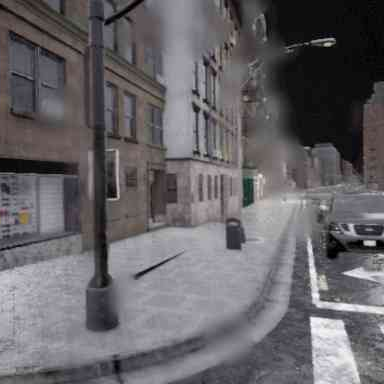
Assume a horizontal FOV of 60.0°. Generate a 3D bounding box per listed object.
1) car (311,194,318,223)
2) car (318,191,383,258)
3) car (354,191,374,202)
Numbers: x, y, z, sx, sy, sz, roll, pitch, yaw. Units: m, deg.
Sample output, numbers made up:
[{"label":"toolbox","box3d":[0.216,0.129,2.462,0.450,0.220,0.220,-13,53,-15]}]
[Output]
[{"label":"car","box3d":[8.928,1.097,21.335,1.882,1.535,5.008,0,1,18]},{"label":"car","box3d":[5.775,1.005,11.725,2.150,2.045,5.566,0,1,19]},{"label":"car","box3d":[24.662,0.620,47.865,1.895,1.301,4.718,0,1,18]}]
